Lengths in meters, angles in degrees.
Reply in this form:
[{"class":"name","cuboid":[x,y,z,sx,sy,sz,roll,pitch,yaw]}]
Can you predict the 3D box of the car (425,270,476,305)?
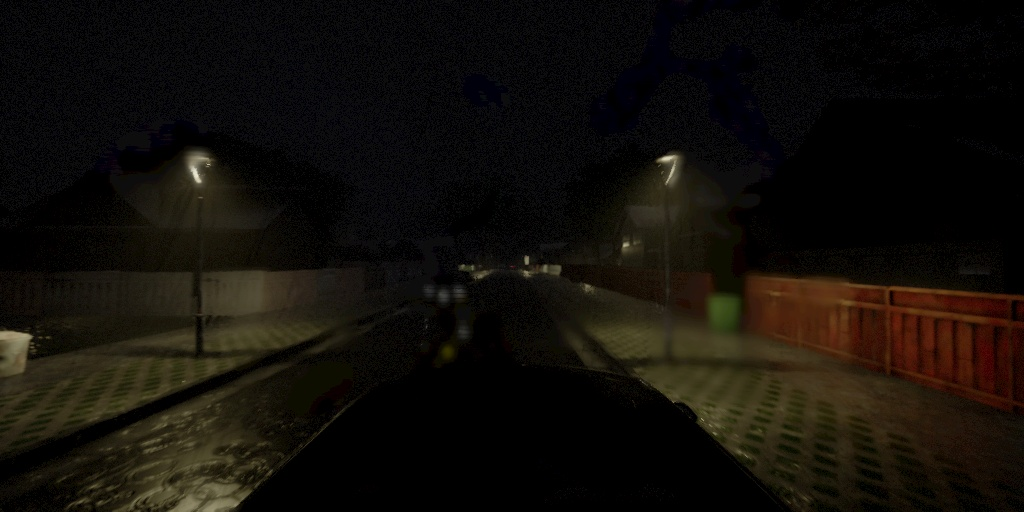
[{"class":"car","cuboid":[-2.846,1.447,17.367,1.837,1.490,4.892,0,-1,0]}]
